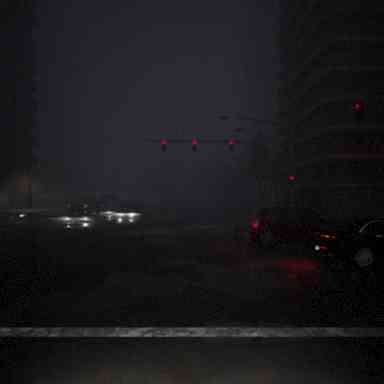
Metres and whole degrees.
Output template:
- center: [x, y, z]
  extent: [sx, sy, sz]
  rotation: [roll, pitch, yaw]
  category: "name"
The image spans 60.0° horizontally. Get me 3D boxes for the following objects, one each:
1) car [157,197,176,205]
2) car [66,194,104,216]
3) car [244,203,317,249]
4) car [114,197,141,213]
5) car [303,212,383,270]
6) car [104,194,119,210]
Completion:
- center: [-4.583, 1.587, 58.871]
  extent: [1.895, 1.301, 4.718]
  rotation: [0, 0, -27]
  category: "car"
- center: [-10.563, 1.352, 32.528]
  extent: [2.097, 1.767, 4.553]
  rotation: [0, 0, 0]
  category: "car"
- center: [4.555, 1.352, 13.995]
  extent: [4.553, 1.767, 2.097]
  rotation: [0, 0, 0]
  category: "car"
- center: [-7.032, 1.564, 37.480]
  extent: [1.994, 1.385, 4.181]
  rotation: [0, 0, 1]
  category: "car"
- center: [6.359, 1.505, 10.504]
  extent: [4.892, 1.490, 1.837]
  rotation: [0, 0, 0]
  category: "car"
- center: [-10.542, 1.221, 42.118]
  extent: [2.150, 2.045, 5.566]
  rotation: [0, 0, 0]
  category: "car"
